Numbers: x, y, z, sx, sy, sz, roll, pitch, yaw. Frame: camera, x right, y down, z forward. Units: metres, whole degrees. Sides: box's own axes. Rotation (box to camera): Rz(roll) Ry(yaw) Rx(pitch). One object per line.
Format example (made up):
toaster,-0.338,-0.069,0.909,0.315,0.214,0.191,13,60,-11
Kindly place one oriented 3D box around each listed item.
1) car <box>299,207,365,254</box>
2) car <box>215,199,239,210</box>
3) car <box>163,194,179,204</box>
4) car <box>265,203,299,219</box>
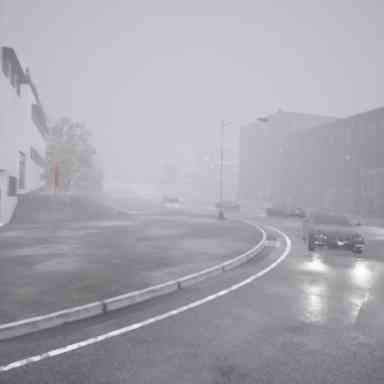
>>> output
car,5.697,1.524,13.774,1.837,1.490,4.892,2,0,14
car,4.417,1.581,42.595,1.994,1.385,4.181,1,0,-18
car,-3.552,1.042,55.373,1.882,1.535,5.008,1,2,-18
car,8.321,1.645,30.000,1.994,1.385,4.181,1,0,-16
